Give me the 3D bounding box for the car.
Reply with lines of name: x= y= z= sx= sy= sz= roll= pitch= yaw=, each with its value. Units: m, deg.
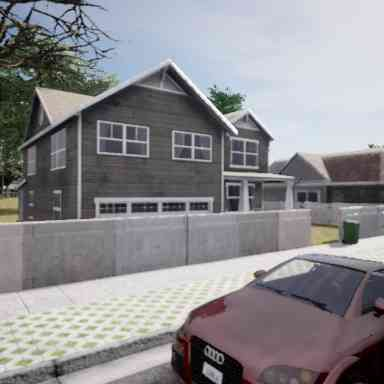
car: x=1.817 y=1.578 z=4.376 sx=4.181 sy=1.385 sz=1.994 roll=0 pitch=0 yaw=-36
